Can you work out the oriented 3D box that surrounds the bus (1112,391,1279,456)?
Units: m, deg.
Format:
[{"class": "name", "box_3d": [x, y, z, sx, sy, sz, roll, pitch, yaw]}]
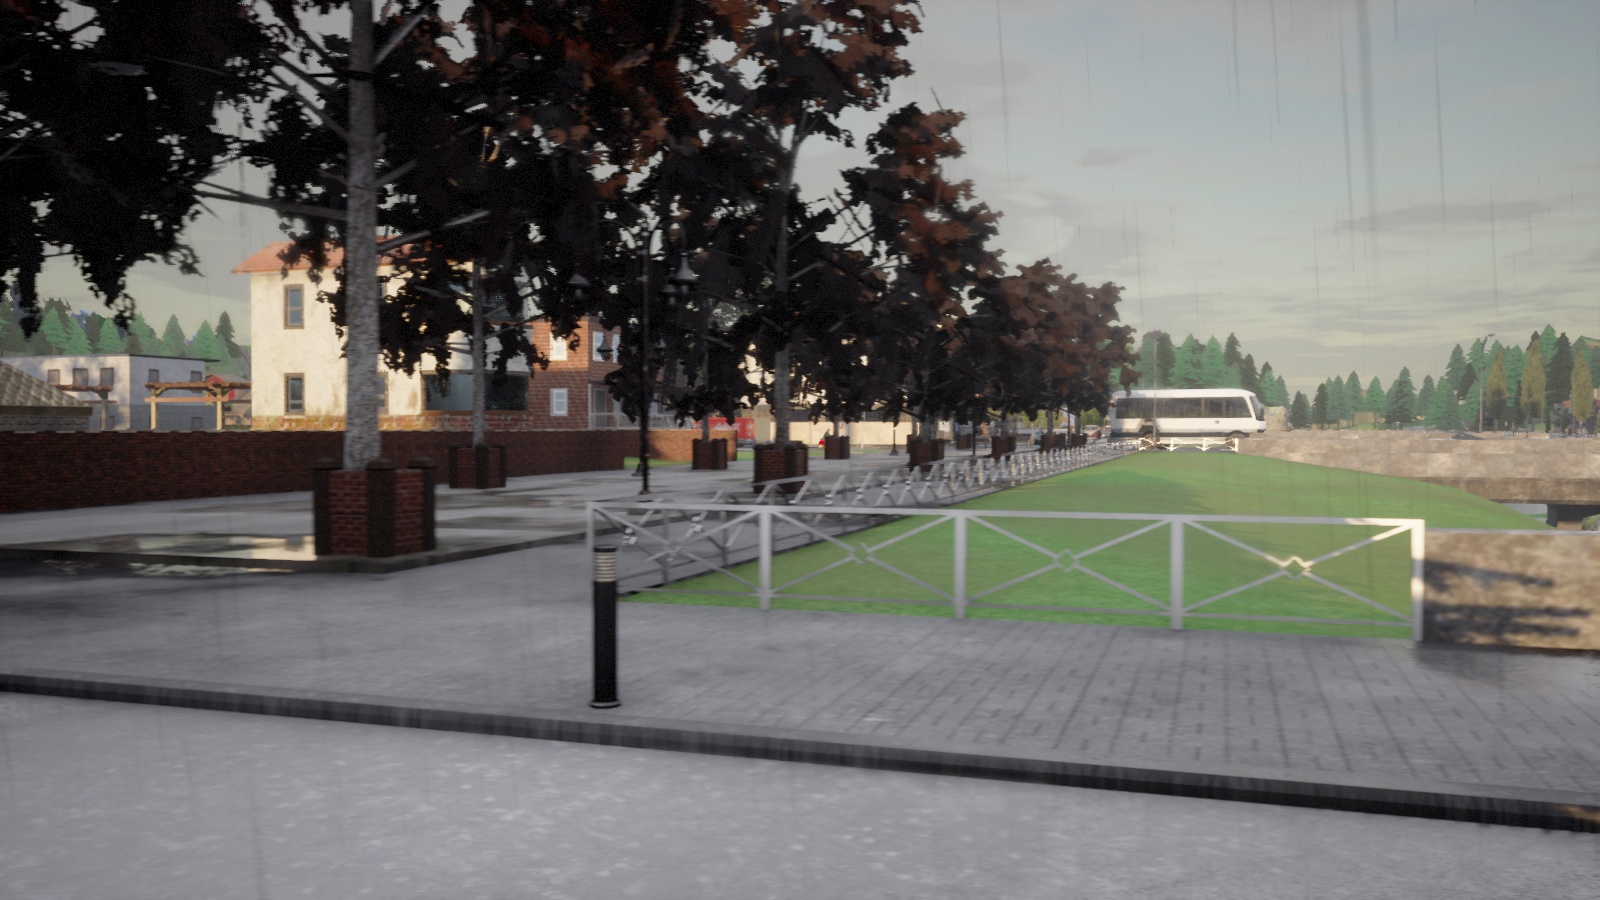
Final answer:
[{"class": "bus", "box_3d": [27.056, -1.833, 86.021, 10.273, 4.253, 3.944, 1, 2, 29]}]

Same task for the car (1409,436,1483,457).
[{"class": "car", "box_3d": [43.422, -0.255, 84.500, 4.181, 1.385, 1.994, 1, 1, 19]}]
